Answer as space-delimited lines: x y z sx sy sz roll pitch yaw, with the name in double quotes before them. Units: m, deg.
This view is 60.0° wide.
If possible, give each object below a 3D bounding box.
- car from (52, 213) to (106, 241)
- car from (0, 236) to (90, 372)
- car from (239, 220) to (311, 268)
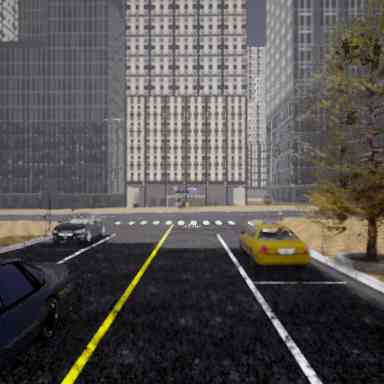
"car" -5.697 1.766 17.153 2.008 1.369 4.403 -1 -1 0
"car" -3.100 1.598 3.910 2.033 1.411 5.357 0 -1 0
"car" 2.683 1.674 11.765 1.752 1.417 4.829 -1 -1 0
